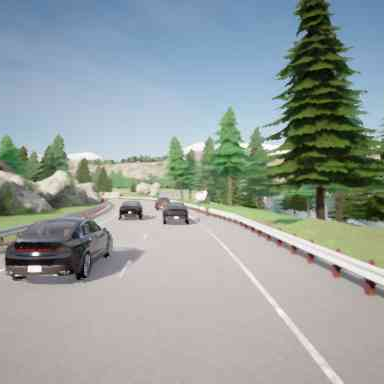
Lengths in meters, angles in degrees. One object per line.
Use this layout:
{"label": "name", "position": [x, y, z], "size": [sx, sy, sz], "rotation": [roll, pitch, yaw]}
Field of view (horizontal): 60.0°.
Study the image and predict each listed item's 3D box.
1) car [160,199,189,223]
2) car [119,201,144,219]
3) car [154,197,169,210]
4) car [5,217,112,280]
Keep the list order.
{"label": "car", "position": [-1.317, 1.512, 25.260], "size": [1.837, 1.490, 4.892], "rotation": [0, 0, -6]}
{"label": "car", "position": [-5.275, 1.492, 29.147], "size": [1.882, 1.535, 5.008], "rotation": [0, 0, -7]}
{"label": "car", "position": [-3.783, 1.444, 42.908], "size": [2.033, 1.649, 4.856], "rotation": [0, 0, -10]}
{"label": "car", "position": [-3.695, 1.513, 10.024], "size": [1.837, 1.490, 4.892], "rotation": [0, 0, -2]}
